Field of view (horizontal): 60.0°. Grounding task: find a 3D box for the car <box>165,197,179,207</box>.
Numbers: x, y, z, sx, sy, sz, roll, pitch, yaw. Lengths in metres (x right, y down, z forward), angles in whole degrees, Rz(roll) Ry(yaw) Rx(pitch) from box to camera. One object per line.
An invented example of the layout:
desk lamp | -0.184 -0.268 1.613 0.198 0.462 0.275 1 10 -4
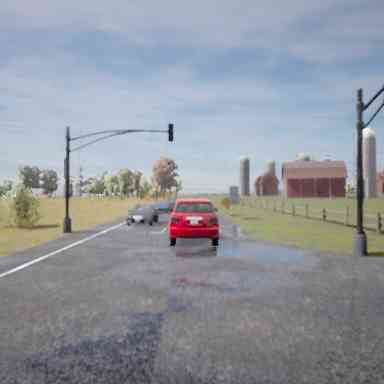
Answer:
car | -3.511 1.703 58.309 2.097 1.767 4.553 0 0 0

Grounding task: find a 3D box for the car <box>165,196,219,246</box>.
car | 0.100 1.342 16.232 2.150 2.045 5.566 0 0 0

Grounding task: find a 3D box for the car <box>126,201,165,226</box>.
car | -3.584 1.650 24.897 2.128 1.511 4.902 0 0 2

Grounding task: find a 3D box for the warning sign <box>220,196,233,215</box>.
warning sign | 3.547 1.357 34.251 1.300 1.860 1.060 0 -1 0

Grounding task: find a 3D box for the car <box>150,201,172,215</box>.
car | -3.586 1.792 39.281 2.033 1.411 5.357 0 0 0

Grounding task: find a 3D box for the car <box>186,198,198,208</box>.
car | 0.003 1.853 55.196 1.837 1.490 4.892 0 0 0
